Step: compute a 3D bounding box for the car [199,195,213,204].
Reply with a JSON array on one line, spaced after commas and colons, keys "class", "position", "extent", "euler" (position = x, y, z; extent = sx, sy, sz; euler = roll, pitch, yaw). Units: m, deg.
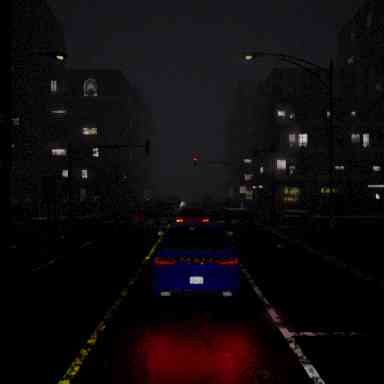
[{"class": "car", "position": [2.607, 1.444, 57.535], "extent": [1.967, 1.590, 4.097], "euler": [0, 0, 0]}]

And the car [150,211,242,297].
[{"class": "car", "position": [0.090, 1.475, 8.612], "extent": [1.882, 1.535, 5.008], "euler": [0, 0, 0]}]

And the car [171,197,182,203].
[{"class": "car", "position": [-3.109, 1.609, 68.200], "extent": [1.895, 1.301, 4.718], "euler": [0, 0, 0]}]

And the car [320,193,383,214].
[{"class": "car", "position": [14.651, 1.021, 29.805], "extent": [5.009, 1.841, 2.192], "euler": [-1, 1, -1]}]

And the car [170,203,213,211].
[{"class": "car", "position": [0.072, 1.522, 17.952], "extent": [1.812, 1.442, 4.674], "euler": [0, 0, 1]}]

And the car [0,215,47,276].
[{"class": "car", "position": [-5.755, 1.579, 9.815], "extent": [1.802, 1.307, 4.206], "euler": [0, 0, 0]}]

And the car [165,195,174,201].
[{"class": "car", "position": [-5.814, 1.459, 85.934], "extent": [1.967, 1.590, 4.097], "euler": [0, 0, 0]}]

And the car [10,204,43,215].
[{"class": "car", "position": [-16.715, 1.843, 32.089], "extent": [4.181, 1.385, 1.994], "euler": [-1, 0, -1]}]

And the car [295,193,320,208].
[{"class": "car", "position": [14.505, 1.005, 38.183], "extent": [5.009, 1.841, 2.192], "euler": [-1, 1, -1]}]

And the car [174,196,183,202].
[{"class": "car", "position": [-3.114, 1.602, 78.539], "extent": [1.895, 1.301, 4.718], "euler": [0, 0, 0]}]

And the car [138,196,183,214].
[{"class": "car", "position": [-3.491, 1.520, 36.279], "extent": [4.902, 1.511, 2.128], "euler": [-1, 0, -42]}]

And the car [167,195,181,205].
[{"class": "car", "position": [-3.163, 1.356, 58.692], "extent": [2.097, 1.767, 4.553], "euler": [0, 0, 0]}]

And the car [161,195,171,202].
[{"class": "car", "position": [-5.798, 1.452, 74.568], "extent": [1.967, 1.590, 4.097], "euler": [0, 0, 0]}]

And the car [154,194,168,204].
[{"class": "car", "position": [-5.782, 1.321, 63.203], "extent": [2.192, 1.841, 5.009], "euler": [0, 0, 0]}]

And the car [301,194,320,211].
[{"class": "car", "position": [14.732, 1.196, 35.614], "extent": [4.892, 1.490, 1.837], "euler": [-1, 0, -1]}]
